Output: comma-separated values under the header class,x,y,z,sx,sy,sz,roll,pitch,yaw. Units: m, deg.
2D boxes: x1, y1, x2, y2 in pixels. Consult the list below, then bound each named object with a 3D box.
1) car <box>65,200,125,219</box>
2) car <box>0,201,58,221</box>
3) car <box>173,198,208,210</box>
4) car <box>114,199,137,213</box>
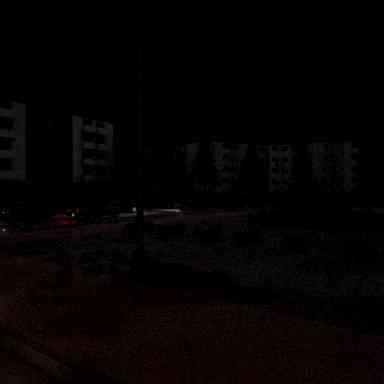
class,x,y,z,sx,sy,sz,roll,pitch,yaw
car,-8.492,1.601,29.116,1.895,1.301,4.718,0,0,34
car,-13.688,1.505,27.760,1.837,1.490,4.892,0,0,34
car,-0.146,1.504,43.315,4.892,1.490,1.837,0,0,-36
car,-7.936,1.478,35.764,1.882,1.535,5.008,0,0,40
